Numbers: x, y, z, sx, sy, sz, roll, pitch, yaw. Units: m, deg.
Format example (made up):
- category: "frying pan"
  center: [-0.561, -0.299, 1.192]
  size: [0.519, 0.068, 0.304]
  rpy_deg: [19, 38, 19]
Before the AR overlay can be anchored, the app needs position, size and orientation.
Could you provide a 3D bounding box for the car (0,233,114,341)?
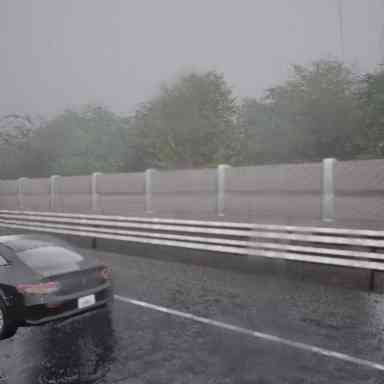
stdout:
- category: "car"
  center: [-3.527, 1.557, 6.546]
  size: [4.674, 1.442, 1.812]
  rpy_deg: [0, 0, 35]
